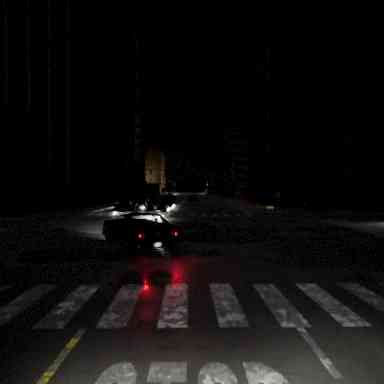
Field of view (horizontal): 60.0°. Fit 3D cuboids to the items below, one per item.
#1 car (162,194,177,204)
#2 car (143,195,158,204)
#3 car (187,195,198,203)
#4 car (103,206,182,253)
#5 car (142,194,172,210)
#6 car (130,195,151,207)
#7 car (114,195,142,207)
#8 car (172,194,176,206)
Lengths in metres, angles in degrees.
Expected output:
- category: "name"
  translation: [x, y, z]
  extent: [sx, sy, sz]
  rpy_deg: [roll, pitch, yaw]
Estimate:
- category: "car"
  translation: [-3.558, 1.113, 53.918]
  extent: [2.128, 1.511, 4.902]
  rpy_deg: [0, 0, 0]
- category: "car"
  translation: [-7.040, 1.205, 56.390]
  extent: [1.895, 1.301, 4.718]
  rpy_deg: [0, 0, 1]
- category: "car"
  translation: [0.103, 1.144, 57.600]
  extent: [2.033, 1.411, 5.357]
  rpy_deg: [0, 0, 0]
- category: "car"
  translation: [-2.186, 1.469, 13.260]
  extent: [1.895, 1.301, 4.718]
  rpy_deg: [0, 1, -27]
- category: "car"
  translation: [-3.582, 1.249, 34.569]
  extent: [2.128, 1.511, 4.902]
  rpy_deg: [0, 0, -1]
- category: "car"
  translation: [-7.083, 1.224, 46.130]
  extent: [2.033, 1.411, 5.357]
  rpy_deg: [0, 0, 0]
- category: "car"
  translation: [-7.082, 1.095, 36.656]
  extent: [2.097, 1.767, 4.553]
  rpy_deg: [0, 0, 0]
- category: "car"
  translation: [-3.582, 1.259, 43.489]
  extent: [1.994, 1.385, 4.181]
  rpy_deg: [0, 0, 0]
